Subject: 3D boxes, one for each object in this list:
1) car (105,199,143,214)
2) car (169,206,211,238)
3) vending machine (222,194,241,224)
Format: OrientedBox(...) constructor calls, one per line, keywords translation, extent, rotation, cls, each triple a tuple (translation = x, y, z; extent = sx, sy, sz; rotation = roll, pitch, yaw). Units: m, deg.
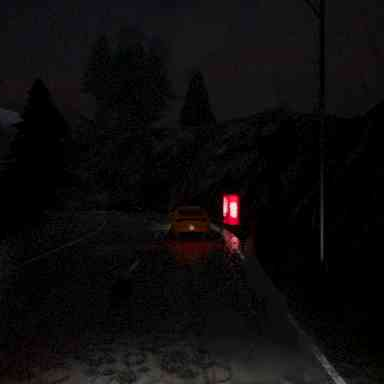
OrientedBox(translation=(-7.271, 1.499, 35.627), extent=(4.674, 1.442, 1.812), rotation=(0, -1, 35), cls="car")
OrientedBox(translation=(-0.167, 1.465, 17.533), extent=(1.882, 1.535, 5.008), rotation=(0, 0, -4), cls="car")
OrientedBox(translation=(2.778, 1.178, 23.470), extent=(1.100, 2.100, 0.880), rotation=(0, 0, -10), cls="vending machine")
